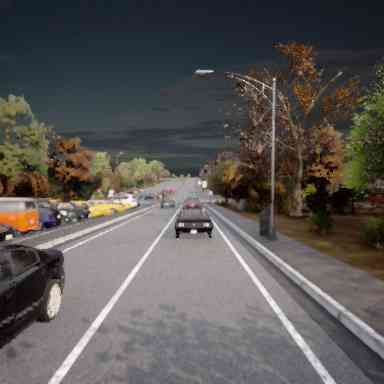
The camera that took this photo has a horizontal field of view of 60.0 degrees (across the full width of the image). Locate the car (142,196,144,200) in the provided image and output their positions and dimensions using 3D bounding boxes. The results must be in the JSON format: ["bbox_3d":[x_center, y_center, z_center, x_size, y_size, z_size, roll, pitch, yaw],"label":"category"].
[{"bbox_3d":[-10.161,1.723,50.366,4.792,1.488,2.163,0,0,0],"label":"car"}]

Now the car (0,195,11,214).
[{"bbox_3d":[-23.324,1.324,36.543,5.566,2.045,2.435,0,0,0],"label":"car"}]

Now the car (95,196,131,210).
[{"bbox_3d":[-10.217,1.601,39.262,4.892,1.521,2.231,0,0,0],"label":"car"}]

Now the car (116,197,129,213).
[{"bbox_3d":[-10.030,1.573,36.486,5.366,1.575,1.946,0,0,0],"label":"car"}]

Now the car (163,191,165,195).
[{"bbox_3d":[-10.374,1.158,88.531,5.008,1.535,2.097,0,0,0],"label":"car"}]

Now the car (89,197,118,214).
[{"bbox_3d":[-10.040,1.528,30.813,5.366,1.575,1.946,0,0,0],"label":"car"}]

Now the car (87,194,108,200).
[{"bbox_3d":[-23.476,1.199,82.806,4.674,1.452,2.002,0,0,0],"label":"car"}]

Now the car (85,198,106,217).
[{"bbox_3d":[-10.416,1.512,28.161,5.366,1.575,1.946,0,0,0],"label":"car"}]

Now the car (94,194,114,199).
[{"bbox_3d":[-23.488,1.186,88.503,4.792,1.488,2.163,0,0,0],"label":"car"}]

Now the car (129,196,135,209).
[{"bbox_3d":[-10.391,1.620,42.038,5.366,1.575,1.946,0,0,0],"label":"car"}]

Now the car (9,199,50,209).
[{"bbox_3d":[-23.246,1.698,47.620,4.792,1.488,2.163,0,0,0],"label":"car"}]

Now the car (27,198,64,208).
[{"bbox_3d":[-23.260,1.714,53.037,5.008,1.535,2.097,0,0,0],"label":"car"}]

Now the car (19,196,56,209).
[{"bbox_3d":[-23.302,1.565,50.267,4.553,1.767,2.185,0,0,0],"label":"car"}]

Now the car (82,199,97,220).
[{"bbox_3d":[-10.229,1.504,25.393,4.892,1.521,2.231,0,0,0],"label":"car"}]

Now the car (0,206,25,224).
[{"bbox_3d":[-10.226,1.527,14.287,4.792,1.488,2.163,0,0,0],"label":"car"}]

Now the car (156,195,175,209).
[{"bbox_3d":[-3.452,1.579,47.559,2.128,1.511,4.902,0,0,0],"label":"car"}]

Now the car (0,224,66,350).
[{"bbox_3d":[-3.351,1.476,4.400,1.882,1.535,5.008,0,0,0],"label":"car"}]

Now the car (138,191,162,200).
[{"bbox_3d":[-10.372,1.188,80.181,4.792,1.488,2.163,0,0,0],"label":"car"}]

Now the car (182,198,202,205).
[{"bbox_3d":[0.033,1.399,35.801,2.097,1.767,4.553,0,0,0],"label":"car"}]

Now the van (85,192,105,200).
[{"bbox_3d":[-23.354,0.932,80.132,4.442,1.987,1.878,1,0,0],"label":"van"}]

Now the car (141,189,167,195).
[{"bbox_3d":[-10.400,0.893,91.323,5.566,2.045,2.435,0,0,0],"label":"car"}]

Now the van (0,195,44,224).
[{"bbox_3d":[-10.367,1.271,17.063,4.442,1.987,1.878,0,0,0],"label":"van"}]

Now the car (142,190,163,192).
[{"bbox_3d":[-10.417,1.038,85.751,4.553,1.767,2.185,0,0,0],"label":"car"}]

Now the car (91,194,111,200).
[{"bbox_3d":[-23.469,1.201,85.591,4.674,1.452,2.002,0,0,0],"label":"car"}]

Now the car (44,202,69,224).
[{"bbox_3d":[-10.275,1.526,19.840,4.792,1.488,2.163,0,0,0],"label":"car"}]

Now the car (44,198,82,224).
[{"bbox_3d":[-10.271,1.372,22.613,4.553,1.767,2.185,0,0,0],"label":"car"}]

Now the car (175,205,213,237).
[{"bbox_3d":[0.087,1.611,18.151,1.895,1.301,4.718,0,0,0],"label":"car"}]

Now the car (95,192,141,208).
[{"bbox_3d":[-10.229,1.395,44.816,5.566,2.045,2.435,0,0,0],"label":"car"}]

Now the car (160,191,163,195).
[{"bbox_3d":[-10.423,1.191,82.965,4.792,1.488,2.163,0,0,0],"label":"car"}]

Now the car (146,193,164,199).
[{"bbox_3d":[-10.358,1.121,94.114,4.892,1.521,2.231,0,1,0],"label":"car"}]
